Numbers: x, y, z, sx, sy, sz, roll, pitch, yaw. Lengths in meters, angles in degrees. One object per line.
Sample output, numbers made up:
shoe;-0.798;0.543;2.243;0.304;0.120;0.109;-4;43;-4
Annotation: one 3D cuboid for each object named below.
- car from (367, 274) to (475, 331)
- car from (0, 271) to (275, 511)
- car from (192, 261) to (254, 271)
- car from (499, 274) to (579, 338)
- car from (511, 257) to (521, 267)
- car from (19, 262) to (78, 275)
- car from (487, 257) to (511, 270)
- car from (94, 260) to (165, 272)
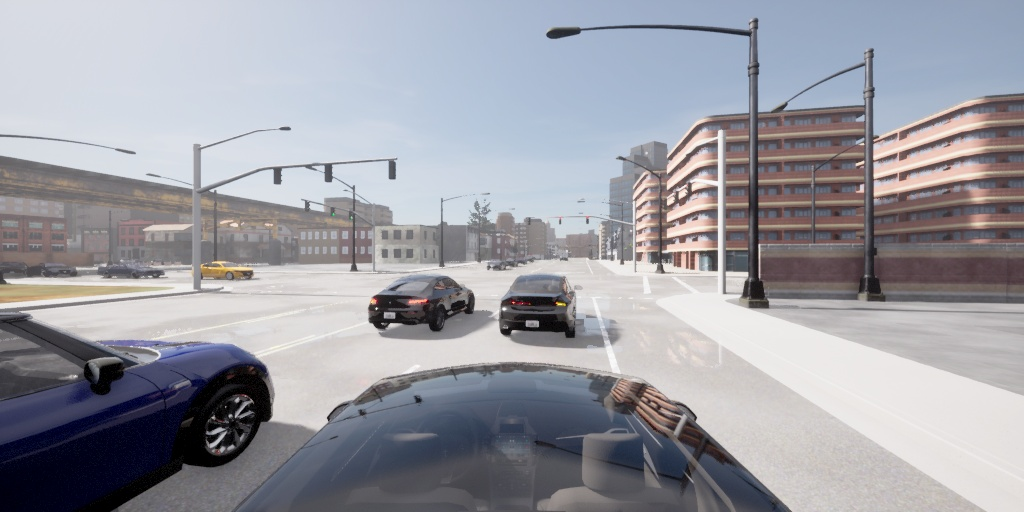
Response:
car;-2.540;1.276;10.953;1.812;1.442;4.674;0;0;11
car;-3.858;1.102;2.175;2.097;1.767;4.553;0;0;6
car;-24.608;1.228;30.581;5.008;1.535;1.882;0;0;10
car;0.906;1.255;10.314;1.837;1.490;4.892;0;0;11
car;-0.251;0.957;57.368;1.882;1.535;5.008;0;1;11
car;-43.986;1.314;34.241;4.181;1.385;1.994;0;0;15
car;-2.047;1.106;48.090;2.128;1.511;4.902;0;1;11
car;-34.267;1.297;32.211;5.357;1.411;2.033;0;0;9
